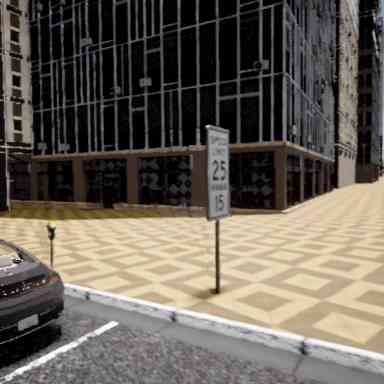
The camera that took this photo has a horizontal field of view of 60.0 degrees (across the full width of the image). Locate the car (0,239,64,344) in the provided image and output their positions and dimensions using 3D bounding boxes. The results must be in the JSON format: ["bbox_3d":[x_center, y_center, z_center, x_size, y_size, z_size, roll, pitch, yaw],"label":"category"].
[{"bbox_3d":[-3.951,1.435,5.412,4.403,1.369,2.008,0,3,32],"label":"car"}]
